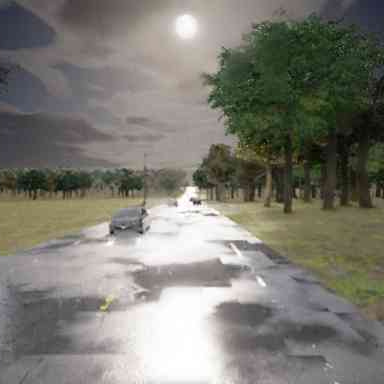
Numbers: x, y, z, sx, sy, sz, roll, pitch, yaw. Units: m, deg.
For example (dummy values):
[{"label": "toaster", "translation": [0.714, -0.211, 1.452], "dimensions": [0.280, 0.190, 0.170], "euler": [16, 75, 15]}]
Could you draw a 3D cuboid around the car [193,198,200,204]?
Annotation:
[{"label": "car", "translation": [1.101, 2.230, 83.970], "dimensions": [1.882, 1.535, 5.008], "euler": [0, -1, 0]}]

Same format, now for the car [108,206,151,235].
[{"label": "car", "translation": [-3.587, 1.599, 19.747], "dimensions": [1.837, 1.490, 4.892], "euler": [0, 0, 0]}]

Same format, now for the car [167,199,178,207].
[{"label": "car", "translation": [-3.500, 1.959, 60.970], "dimensions": [2.128, 1.511, 4.902], "euler": [0, -1, 1]}]

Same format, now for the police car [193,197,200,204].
[{"label": "police car", "translation": [1.105, 2.265, 90.082], "dimensions": [1.930, 1.638, 5.238], "euler": [0, -1, 0]}]

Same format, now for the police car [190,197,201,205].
[{"label": "police car", "translation": [1.095, 2.047, 74.081], "dimensions": [1.930, 1.638, 5.238], "euler": [0, -1, 0]}]
